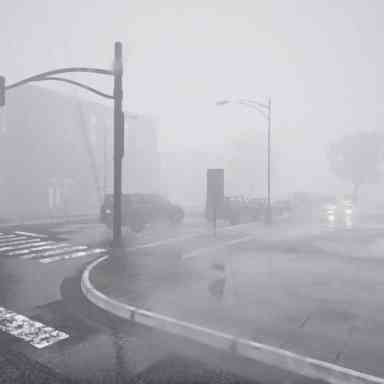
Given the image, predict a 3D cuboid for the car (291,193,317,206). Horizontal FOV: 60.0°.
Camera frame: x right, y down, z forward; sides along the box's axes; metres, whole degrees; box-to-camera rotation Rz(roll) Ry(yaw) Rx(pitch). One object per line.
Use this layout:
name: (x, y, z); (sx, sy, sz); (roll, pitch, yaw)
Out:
car: (15.046, 0.924, 44.604); (1.882, 1.535, 5.008); (1, 1, 35)

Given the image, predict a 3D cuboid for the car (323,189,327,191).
car: (27.377, 0.465, 72.494); (1.967, 1.590, 4.097); (1, 2, 35)

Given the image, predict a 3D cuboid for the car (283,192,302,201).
car: (17.816, 0.759, 58.683); (1.752, 1.417, 4.829); (1, 2, 35)

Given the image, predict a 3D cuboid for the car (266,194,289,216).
car: (5.885, 1.152, 26.717); (1.967, 1.590, 4.097); (1, 2, 35)

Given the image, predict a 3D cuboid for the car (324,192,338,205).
car: (18.502, 1.008, 44.951); (1.947, 1.339, 4.313); (1, 2, 35)

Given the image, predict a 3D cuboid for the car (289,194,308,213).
car: (9.039, 1.195, 31.278); (2.008, 1.369, 4.403); (1, 2, 35)

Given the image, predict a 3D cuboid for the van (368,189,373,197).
van: (40.585, 0.301, 76.849); (1.690, 1.788, 3.998); (1, 2, 35)

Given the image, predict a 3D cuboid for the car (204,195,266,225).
car: (2.732, 1.093, 22.157); (2.192, 1.841, 5.009); (1, 2, 35)

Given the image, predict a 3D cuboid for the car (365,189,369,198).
car: (34.371, 0.622, 67.877); (1.752, 1.417, 4.829); (1, 2, 35)

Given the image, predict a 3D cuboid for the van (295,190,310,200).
van: (21.069, 0.504, 63.376); (1.690, 1.788, 3.998); (1, 2, 35)

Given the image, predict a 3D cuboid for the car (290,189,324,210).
car: (12.196, 0.892, 35.831); (2.192, 1.841, 5.009); (1, 2, 35)

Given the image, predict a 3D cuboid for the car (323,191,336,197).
car: (33.684, 0.437, 81.612); (2.008, 1.369, 4.403); (2, 2, 35)

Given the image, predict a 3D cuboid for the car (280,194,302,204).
car: (14.823, 0.971, 49.650); (1.895, 1.301, 4.718); (1, 1, 35)

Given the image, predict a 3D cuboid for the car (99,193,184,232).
car: (-2.708, 1.044, 19.043); (2.150, 2.045, 5.566); (1, 1, 35)

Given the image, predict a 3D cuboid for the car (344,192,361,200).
car: (27.965, 0.788, 58.623); (2.008, 1.369, 4.403); (1, 2, 35)

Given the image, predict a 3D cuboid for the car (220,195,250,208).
car: (5.295, 1.069, 40.594); (1.947, 1.339, 4.313); (1, 2, 35)

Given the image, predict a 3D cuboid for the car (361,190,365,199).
car: (31.119, 0.750, 63.181); (1.802, 1.307, 4.206); (1, 2, 35)
